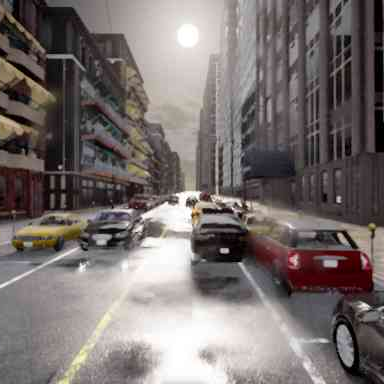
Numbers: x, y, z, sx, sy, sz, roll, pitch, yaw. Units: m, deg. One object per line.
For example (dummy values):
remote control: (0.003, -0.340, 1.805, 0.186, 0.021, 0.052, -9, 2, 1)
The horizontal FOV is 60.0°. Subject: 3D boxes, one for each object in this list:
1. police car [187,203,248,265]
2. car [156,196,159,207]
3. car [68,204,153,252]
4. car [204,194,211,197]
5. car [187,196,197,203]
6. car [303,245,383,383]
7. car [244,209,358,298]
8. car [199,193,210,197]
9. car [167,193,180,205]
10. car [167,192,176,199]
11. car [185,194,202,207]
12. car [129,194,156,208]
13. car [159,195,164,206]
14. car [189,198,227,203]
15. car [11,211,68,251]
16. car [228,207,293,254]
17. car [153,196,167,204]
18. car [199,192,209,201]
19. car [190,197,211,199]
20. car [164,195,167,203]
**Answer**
police car: (0.882, 1.393, 11.660, 1.930, 1.638, 5.238, 0, 0, 0)
car: (-5.664, 1.395, 42.183, 1.752, 1.417, 4.829, 1, 0, 0)
car: (-3.097, 1.452, 13.805, 2.128, 1.511, 4.902, 0, 0, 0)
car: (2.717, 1.394, 42.519, 1.752, 1.417, 4.829, 1, 0, 0)
car: (0.022, 1.399, 63.064, 1.895, 1.301, 4.718, 0, 0, 0)
car: (2.702, 1.543, 2.787, 2.008, 1.369, 4.403, 1, 0, 0)
car: (2.706, 1.417, 8.440, 1.967, 1.590, 4.097, 1, 0, 0)
car: (2.728, 1.106, 64.954, 2.192, 1.841, 5.009, 1, 0, 0)
car: (-3.048, 1.329, 55.447, 1.837, 1.490, 4.892, 0, 0, 0)
car: (-5.642, 0.999, 93.215, 2.192, 1.841, 5.009, 1, 0, 0)
car: (0.024, 1.411, 48.587, 1.994, 1.385, 4.181, 0, 0, 0)
car: (-5.662, 1.203, 36.702, 2.192, 1.841, 5.009, 1, 0, 0)
car: (-5.660, 1.290, 48.004, 1.967, 1.590, 4.097, 1, 0, 0)
car: (0.907, 1.415, 21.553, 1.882, 1.535, 5.008, 0, 0, 0)
car: (-5.674, 1.486, 13.926, 1.752, 1.417, 4.829, 1, 0, 0)
car: (2.707, 1.485, 14.261, 1.752, 1.417, 4.829, 1, 0, 0)
car: (-5.658, 1.377, 59.308, 1.947, 1.339, 4.313, 1, 0, 0)
car: (2.732, 1.065, 76.256, 2.192, 1.841, 5.009, 1, 0, 0)
car: (0.909, 1.444, 27.554, 1.812, 1.442, 4.674, 0, 0, 0)
car: (-5.660, 1.375, 53.657, 1.887, 1.381, 4.507, 1, 0, 0)
